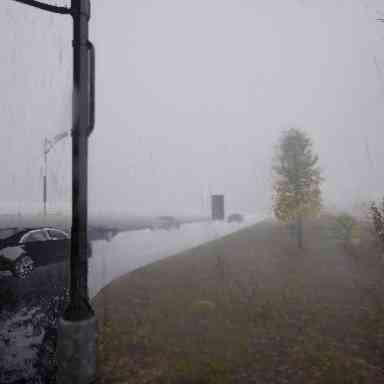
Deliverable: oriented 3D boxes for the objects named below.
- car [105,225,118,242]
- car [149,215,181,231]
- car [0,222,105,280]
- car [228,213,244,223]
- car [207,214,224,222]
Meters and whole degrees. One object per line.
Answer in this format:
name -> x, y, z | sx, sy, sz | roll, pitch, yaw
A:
car -> -6.477, 2.492, 20.168 | 1.895, 1.301, 4.718 | -1, -3, 17
car -> -2.583, 3.042, 32.693 | 1.812, 1.442, 4.674 | -1, -3, 17
car -> -5.420, 1.932, 11.529 | 2.128, 1.511, 4.902 | -1, -3, 17
car -> 6.646, 3.917, 50.607 | 1.812, 1.442, 4.674 | -1, -3, 17
car -> 3.916, 4.116, 53.682 | 2.033, 1.411, 5.357 | -1, -3, 17
